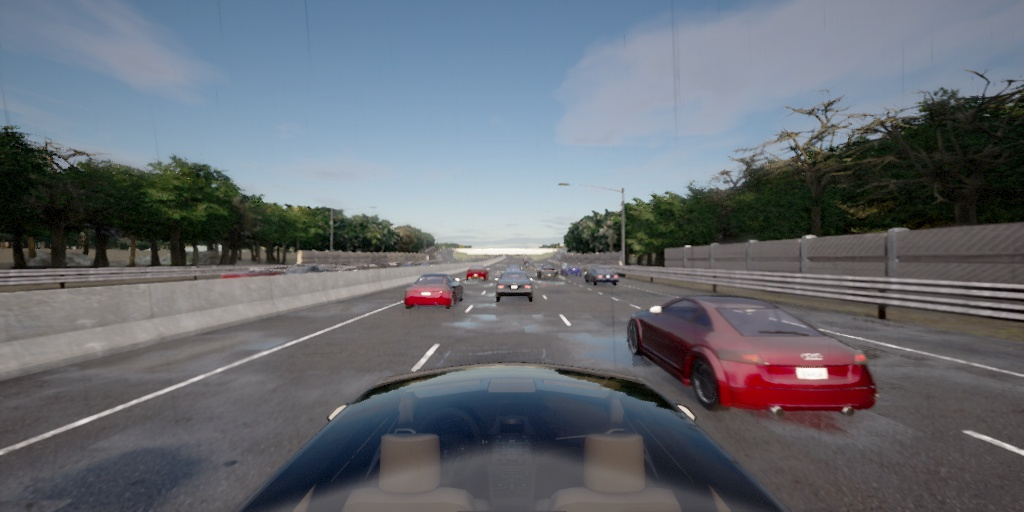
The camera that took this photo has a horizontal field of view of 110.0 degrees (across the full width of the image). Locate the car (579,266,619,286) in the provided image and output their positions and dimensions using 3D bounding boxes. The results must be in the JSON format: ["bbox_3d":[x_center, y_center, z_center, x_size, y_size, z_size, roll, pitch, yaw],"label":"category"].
[{"bbox_3d":[7.155,1.620,29.190,2.033,1.411,5.357,0,-1,0],"label":"car"}]

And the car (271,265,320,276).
[{"bbox_3d":[-17.538,1.587,30.175,1.837,1.490,4.892,0,-1,0],"label":"car"}]

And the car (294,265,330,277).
[{"bbox_3d":[-24.441,1.801,44.004,1.994,1.385,4.181,0,-1,1],"label":"car"}]

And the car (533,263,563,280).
[{"bbox_3d":[3.594,1.650,36.741,2.128,1.511,4.902,0,-1,0],"label":"car"}]

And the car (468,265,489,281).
[{"bbox_3d":[-3.313,1.620,35.373,1.882,1.535,5.008,0,-1,0],"label":"car"}]

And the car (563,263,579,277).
[{"bbox_3d":[7.245,1.592,44.014,2.097,1.767,4.553,0,-1,0],"label":"car"}]

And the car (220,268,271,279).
[{"bbox_3d":[-21.045,1.670,29.052,1.895,1.301,4.718,0,-1,0],"label":"car"}]

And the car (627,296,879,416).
[{"bbox_3d":[3.500,1.366,6.192,1.994,1.385,4.181,0,-1,0],"label":"car"}]

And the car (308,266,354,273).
[{"bbox_3d":[-14.046,1.670,29.019,1.895,1.301,4.718,0,-1,0],"label":"car"}]

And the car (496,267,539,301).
[{"bbox_3d":[0.117,1.499,18.859,2.033,1.411,5.357,0,-1,0],"label":"car"}]

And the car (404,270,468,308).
[{"bbox_3d":[-3.388,1.483,16.165,1.994,1.385,4.181,0,-1,0],"label":"car"}]

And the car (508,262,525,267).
[{"bbox_3d":[0.229,1.772,42.679,2.033,1.411,5.357,0,-1,1],"label":"car"}]
